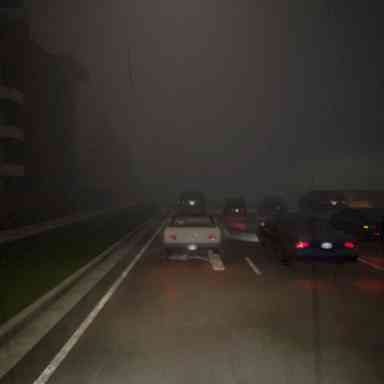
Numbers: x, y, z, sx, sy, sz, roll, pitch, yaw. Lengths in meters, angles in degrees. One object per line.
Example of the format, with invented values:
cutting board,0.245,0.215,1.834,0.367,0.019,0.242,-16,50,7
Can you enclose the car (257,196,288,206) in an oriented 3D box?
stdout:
car,7.044,1.113,29.532,1.882,1.535,5.008,0,1,1

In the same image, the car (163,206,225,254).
car,0.031,1.442,12.732,1.895,1.301,4.718,0,1,1

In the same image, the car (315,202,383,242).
car,7.044,1.351,14.011,1.812,1.442,4.674,0,1,1

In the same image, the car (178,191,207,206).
car,0.004,0.887,27.182,2.150,2.045,5.566,0,1,0

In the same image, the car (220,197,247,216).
car,3.534,1.156,28.365,1.837,1.490,4.892,0,1,0

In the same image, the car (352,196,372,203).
car,14.044,1.113,29.523,1.882,1.535,5.008,0,1,1

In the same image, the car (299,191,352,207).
car,10.522,0.887,27.215,2.150,2.045,5.566,0,1,0

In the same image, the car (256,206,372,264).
car,3.516,1.409,11.155,2.033,1.411,5.357,0,1,0
